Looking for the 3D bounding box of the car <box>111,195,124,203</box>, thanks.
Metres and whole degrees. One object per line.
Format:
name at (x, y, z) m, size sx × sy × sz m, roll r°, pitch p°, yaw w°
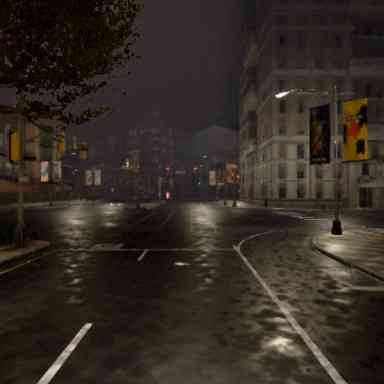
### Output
car at (-15.001, 1.474, 66.954) m, size 1.837 × 1.490 × 4.892 m, roll 0°, pitch 0°, yaw 0°
